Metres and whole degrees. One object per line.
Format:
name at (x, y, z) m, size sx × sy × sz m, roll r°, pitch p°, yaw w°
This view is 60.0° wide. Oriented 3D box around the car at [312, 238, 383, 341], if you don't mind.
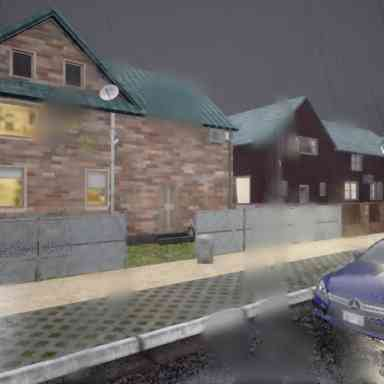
car at (4.174, 1.526, 6.065) m, size 4.674 × 1.442 × 1.812 m, roll 0°, pitch 0°, yaw -36°
